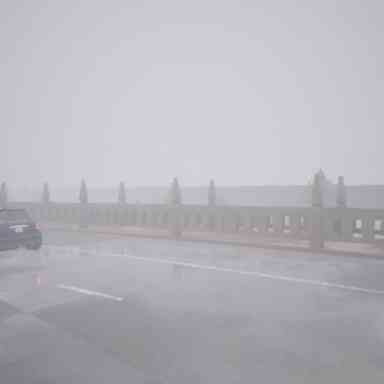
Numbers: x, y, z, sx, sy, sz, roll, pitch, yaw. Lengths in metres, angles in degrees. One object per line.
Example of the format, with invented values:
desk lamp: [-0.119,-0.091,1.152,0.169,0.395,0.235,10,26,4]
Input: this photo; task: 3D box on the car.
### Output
car: [-7.831,1.336,12.456,4.553,1.767,2.097,0,0,28]
